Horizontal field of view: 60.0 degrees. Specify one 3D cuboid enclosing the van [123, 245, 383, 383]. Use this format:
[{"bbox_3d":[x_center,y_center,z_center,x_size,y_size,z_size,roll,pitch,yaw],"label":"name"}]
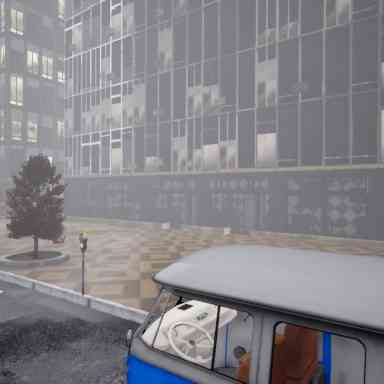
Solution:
[{"bbox_3d":[1.342,1.341,1.911,3.998,1.788,1.690,0,0,35],"label":"van"}]
